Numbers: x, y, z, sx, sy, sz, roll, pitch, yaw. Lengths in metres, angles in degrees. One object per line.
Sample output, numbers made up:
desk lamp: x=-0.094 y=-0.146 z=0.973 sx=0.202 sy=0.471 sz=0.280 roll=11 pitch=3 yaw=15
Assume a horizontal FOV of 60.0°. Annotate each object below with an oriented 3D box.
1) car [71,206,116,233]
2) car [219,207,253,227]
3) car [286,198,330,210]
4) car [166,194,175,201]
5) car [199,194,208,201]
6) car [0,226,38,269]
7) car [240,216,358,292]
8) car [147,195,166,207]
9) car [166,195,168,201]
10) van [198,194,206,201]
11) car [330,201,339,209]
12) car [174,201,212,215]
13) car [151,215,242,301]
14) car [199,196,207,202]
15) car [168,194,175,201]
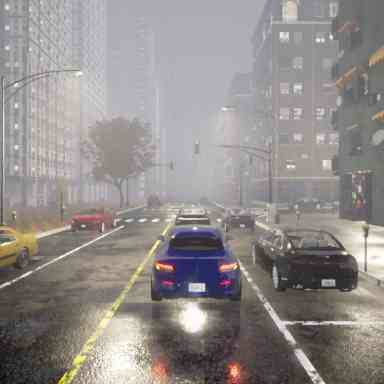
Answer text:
car: x=-5.723 y=1.549 z=19.762 sx=1.887 sy=1.381 sz=4.507 roll=0 pitch=0 yaw=0
car: x=2.657 y=1.555 z=19.777 sx=2.008 sy=1.369 sz=4.403 roll=0 pitch=0 yaw=0
car: x=13.358 y=1.359 z=39.202 sx=4.403 sy=1.369 sz=2.008 roll=-1 pitch=1 yaw=-1
car: x=-5.854 y=1.410 z=90.810 sx=2.192 sy=1.841 sz=5.009 roll=0 pitch=0 yaw=0
car: x=2.558 y=1.630 z=74.256 sx=1.947 sy=1.339 sz=4.313 roll=0 pitch=0 yaw=0
car: x=-5.703 y=1.526 z=8.526 sx=1.752 sy=1.417 sz=4.829 roll=0 pitch=0 yaw=0
car: x=2.677 y=1.552 z=8.711 sx=2.008 sy=1.369 sz=4.403 roll=0 pitch=0 yaw=0
car: x=-5.783 y=1.349 z=52.150 sx=2.192 sy=1.841 sz=5.009 roll=0 pitch=0 yaw=0
car: x=-5.793 y=1.607 z=57.673 sx=1.947 sy=1.339 sz=4.313 roll=0 pitch=0 yaw=0
van: x=2.537 y=1.425 z=85.303 sx=1.690 sy=1.788 sz=3.998 roll=0 pitch=0 yaw=0
car: x=18.755 y=1.259 z=39.267 sx=4.829 sy=1.417 sz=1.752 roll=-1 pitch=1 yaw=-1
car: x=0.048 y=1.495 z=18.293 sx=2.128 sy=1.511 sz=4.902 roll=0 pitch=0 yaw=0
car: x=0.079 y=1.526 z=8.190 sx=1.812 sy=1.442 sz=4.674 roll=0 pitch=0 yaw=0
car: x=2.548 y=1.599 z=79.949 sx=1.752 sy=1.417 sz=4.829 roll=0 pitch=0 yaw=0
car: x=-5.843 y=1.650 z=85.288 sx=1.947 sy=1.339 sz=4.313 roll=0 pitch=0 yaw=0
